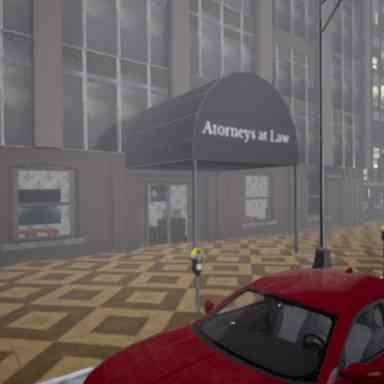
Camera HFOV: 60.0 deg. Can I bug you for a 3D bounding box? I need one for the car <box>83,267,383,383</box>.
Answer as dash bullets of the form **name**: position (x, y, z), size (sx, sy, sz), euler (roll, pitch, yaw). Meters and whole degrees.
- **car**: position (1.168, 1.544, 3.307), size (4.507, 1.381, 1.887), euler (0, -1, -36)
